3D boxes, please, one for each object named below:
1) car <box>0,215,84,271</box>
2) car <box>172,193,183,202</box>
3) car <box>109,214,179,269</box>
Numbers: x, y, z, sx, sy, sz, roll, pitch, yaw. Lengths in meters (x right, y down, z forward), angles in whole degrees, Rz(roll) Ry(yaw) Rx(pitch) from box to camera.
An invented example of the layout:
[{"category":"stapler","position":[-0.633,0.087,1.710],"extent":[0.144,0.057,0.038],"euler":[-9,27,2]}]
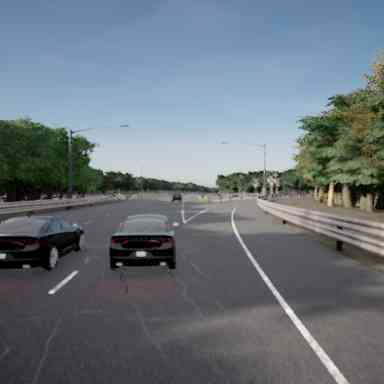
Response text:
[{"category":"car","position":[-4.973,1.473,10.889],"extent":[1.882,1.535,5.008],"euler":[0,0,-3]},{"category":"car","position":[-3.375,1.201,77.397],"extent":[2.150,2.045,5.566],"euler":[0,0,0]},{"category":"car","position":[-1.488,1.479,11.230],"extent":[1.882,1.535,5.008],"euler":[0,0,-3]}]
